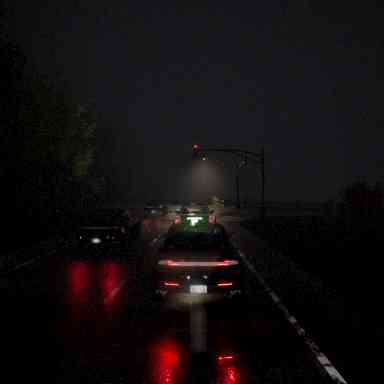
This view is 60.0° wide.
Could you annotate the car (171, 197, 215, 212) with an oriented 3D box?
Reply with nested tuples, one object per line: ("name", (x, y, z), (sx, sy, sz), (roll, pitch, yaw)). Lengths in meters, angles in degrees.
("car", (0.132, 1.356, 17.420), (2.097, 1.767, 4.553), (0, 0, 0))

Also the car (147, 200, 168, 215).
("car", (-3.341, 1.499, 31.384), (2.128, 1.511, 4.902), (0, 0, 0))

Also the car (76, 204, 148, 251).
("car", (-3.373, 1.495, 14.164), (2.128, 1.511, 4.902), (0, 0, 0))

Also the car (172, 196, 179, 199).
("car", (-3.272, 1.550, 68.493), (2.033, 1.411, 5.357), (0, 0, 0))

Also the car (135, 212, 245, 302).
("car", (0.116, 1.494, 8.270), (2.128, 1.511, 4.902), (0, 0, 0))
